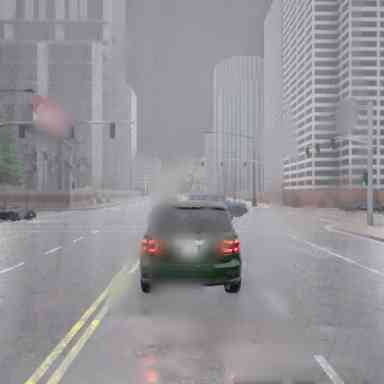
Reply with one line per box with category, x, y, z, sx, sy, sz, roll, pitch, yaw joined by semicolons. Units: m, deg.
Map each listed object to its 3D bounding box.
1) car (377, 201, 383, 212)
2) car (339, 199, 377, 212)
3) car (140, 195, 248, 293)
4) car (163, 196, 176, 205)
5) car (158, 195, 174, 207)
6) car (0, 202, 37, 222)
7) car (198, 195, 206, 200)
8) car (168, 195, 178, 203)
car;22.132;1.478;33.894;5.008;1.535;1.882;0;0;-1
car;19.463;1.547;37.359;5.357;1.411;2.033;0;0;-1
car;-0.021;1.221;8.991;2.150;2.045;5.566;0;0;0
car;-4.086;1.547;61.872;2.033;1.411;5.357;0;0;0
car;-4.030;1.352;52.249;2.097;1.767;4.553;0;0;0
car;-14.311;1.564;25.727;4.181;1.385;1.994;0;0;6
car;2.731;1.500;90.601;1.837;1.490;4.892;0;0;0
car;-4.110;1.500;72.176;1.837;1.490;4.892;0;0;0
